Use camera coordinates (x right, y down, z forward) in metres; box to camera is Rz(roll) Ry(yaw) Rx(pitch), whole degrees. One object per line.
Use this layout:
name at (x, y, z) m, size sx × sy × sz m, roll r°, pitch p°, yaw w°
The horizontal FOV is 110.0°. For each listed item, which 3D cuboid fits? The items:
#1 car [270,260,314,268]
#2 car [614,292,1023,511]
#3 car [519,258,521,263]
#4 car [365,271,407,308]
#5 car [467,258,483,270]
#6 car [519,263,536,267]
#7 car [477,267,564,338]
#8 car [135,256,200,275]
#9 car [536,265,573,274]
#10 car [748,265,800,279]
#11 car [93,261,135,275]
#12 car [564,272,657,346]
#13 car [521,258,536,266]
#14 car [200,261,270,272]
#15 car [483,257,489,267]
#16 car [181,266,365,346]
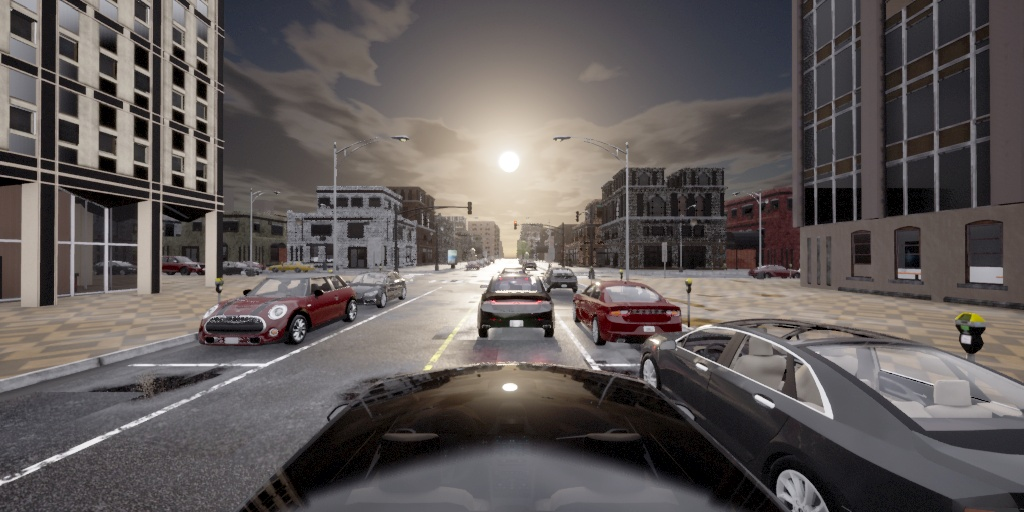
car at (-25.469, 1.198, 41.419) m, size 4.829 × 1.417 × 1.751 m, roll 0°, pitch 0°, yaw 1°
car at (2.690, 1.301, 3.569) m, size 2.007 × 1.370 × 4.403 m, roll 0°, pitch 0°, yaw 0°
car at (2.667, 1.341, 64.077) m, size 1.802 × 1.307 × 4.207 m, roll 0°, pitch 0°, yaw 0°
car at (-5.695, 1.302, 14.967) m, size 2.007 × 1.370 × 4.403 m, roll 0°, pitch 0°, yaw 0°
car at (-5.709, 1.339, 53.045) m, size 1.802 × 1.307 × 4.207 m, roll 0°, pitch 0°, yaw 0°
car at (0.092, 1.316, 20.592) m, size 1.994 × 1.385 × 4.181 m, roll 0°, pitch 0°, yaw 0°
car at (0.098, 1.242, 10.168) m, size 2.128 × 1.511 × 4.902 m, roll 0°, pitch 0°, yaw 0°
car at (-30.964, 0.918, 33.121) m, size 5.009 × 1.841 × 2.192 m, roll 0°, pitch 0°, yaw 1°
car at (2.683, 1.303, 20.645) m, size 2.007 × 1.370 × 4.403 m, roll 0°, pitch 0°, yaw 0°
car at (23.631, 1.433, 32.265) m, size 4.207 × 1.307 × 1.802 m, roll 0°, pitch 0°, yaw 1°
car at (-36.500, 1.131, 33.204) m, size 4.403 × 1.370 × 2.007 m, roll 0°, pitch 0°, yaw 1°
car at (2.687, 1.296, 9.261) m, size 1.888 × 1.381 × 4.507 m, roll 0°, pitch 0°, yaw 0°
car at (2.671, 1.322, 53.035) m, size 1.948 × 1.339 × 4.313 m, roll 0°, pitch 0°, yaw 0°
car at (-25.427, 1.177, 33.037) m, size 4.403 × 1.370 × 2.007 m, roll 0°, pitch 0°, yaw 1°
car at (-5.714, 1.309, 64.088) m, size 2.007 × 1.370 × 4.403 m, roll 0°, pitch 0°, yaw 0°
car at (-5.693, 1.190, 9.275) m, size 1.967 × 1.591 × 4.097 m, roll 0°, pitch 0°, yaw 0°
